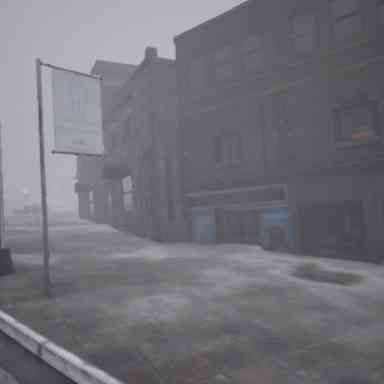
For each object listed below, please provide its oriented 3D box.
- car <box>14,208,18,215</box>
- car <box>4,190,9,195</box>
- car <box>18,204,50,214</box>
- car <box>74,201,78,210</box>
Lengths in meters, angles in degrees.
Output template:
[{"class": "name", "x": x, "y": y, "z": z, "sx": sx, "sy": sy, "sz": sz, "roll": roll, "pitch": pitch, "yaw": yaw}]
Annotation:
[{"class": "car", "x": -26.917, "y": 2.811, "z": 54.206, "sx": 1.882, "sy": 1.535, "sz": 5.008, "roll": -4, "pitch": -1, "yaw": 7}, {"class": "car", "x": -48.375, "y": 0.456, "z": 82.432, "sx": 2.185, "sy": 1.767, "sz": 4.553, "roll": -4, "pitch": -3, "yaw": 1}, {"class": "car", "x": -23.841, "y": 2.546, "z": 51.016, "sx": 1.837, "sy": 1.490, "sz": 4.892, "roll": -4, "pitch": -1, "yaw": 9}, {"class": "car", "x": -21.368, "y": 2.558, "z": 65.620, "sx": 2.097, "sy": 1.767, "sz": 4.553, "roll": -5, "pitch": -2, "yaw": 11}]
